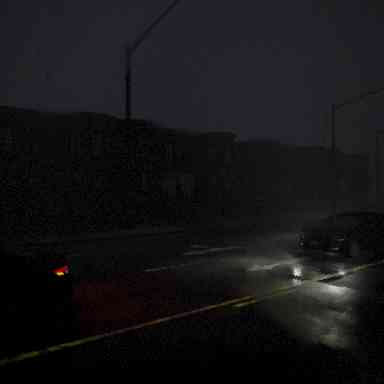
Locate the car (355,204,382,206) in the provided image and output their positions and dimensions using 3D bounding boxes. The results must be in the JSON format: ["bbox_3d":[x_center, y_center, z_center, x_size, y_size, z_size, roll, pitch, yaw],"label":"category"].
[{"bbox_3d":[10.485,1.492,20.246,4.902,1.511,2.128,0,0,-36],"label":"car"}]

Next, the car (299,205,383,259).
[{"bbox_3d":[6.184,1.477,12.827,5.008,1.535,1.882,0,0,-36],"label":"car"}]

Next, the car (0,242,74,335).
[{"bbox_3d":[-4.296,1.526,5.187,4.674,1.442,1.812,0,0,-36],"label":"car"}]
